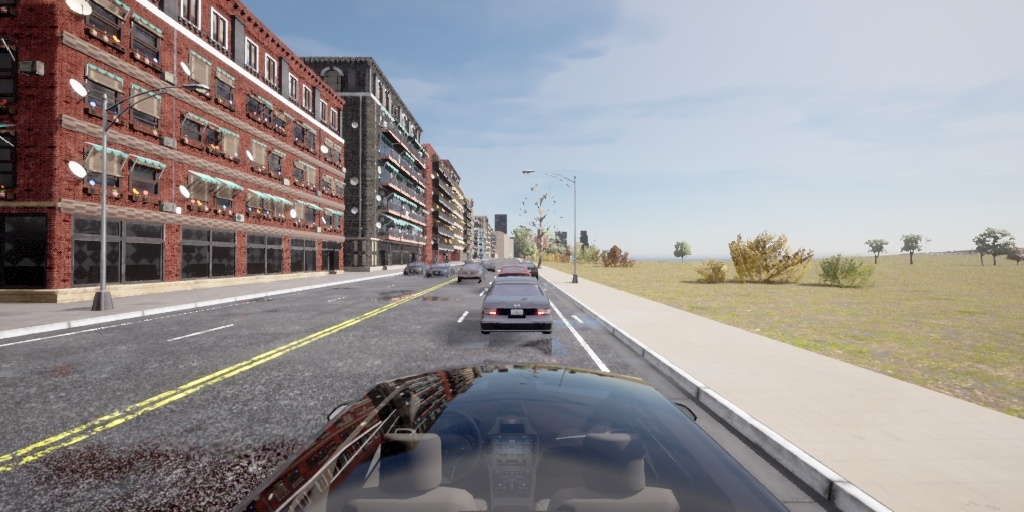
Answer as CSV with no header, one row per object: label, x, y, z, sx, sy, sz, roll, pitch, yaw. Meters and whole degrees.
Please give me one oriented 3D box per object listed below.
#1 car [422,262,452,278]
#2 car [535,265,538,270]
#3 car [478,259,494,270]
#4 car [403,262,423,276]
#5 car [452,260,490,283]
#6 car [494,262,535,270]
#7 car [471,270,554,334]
car,-6.542,1.318,33.036,1.994,1.385,4.181,0,0,0
car,1.192,1.232,30.522,1.882,1.535,5.008,0,0,0
car,-3.064,1.318,45.370,1.994,1.385,4.181,0,0,0
car,-9.784,1.318,37.061,1.994,1.385,4.181,0,0,0
car,-3.107,1.301,28.256,2.033,1.411,5.357,0,0,0
car,0.139,1.231,21.085,1.882,1.535,5.008,0,0,0
car,0.115,1.299,10.545,2.033,1.411,5.357,0,0,0
